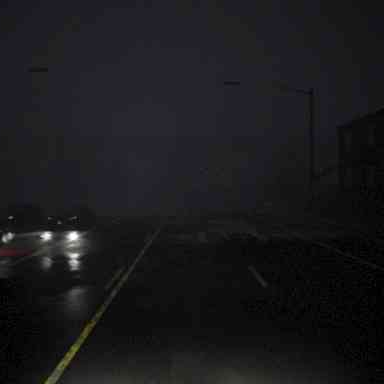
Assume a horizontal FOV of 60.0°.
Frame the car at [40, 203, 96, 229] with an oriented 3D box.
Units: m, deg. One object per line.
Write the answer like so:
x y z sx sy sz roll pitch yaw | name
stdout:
-7.317 1.404 20.636 1.812 1.442 4.674 -1 1 -1 | car

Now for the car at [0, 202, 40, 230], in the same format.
-10.818 1.405 20.591 2.128 1.511 4.902 -1 0 0 | car

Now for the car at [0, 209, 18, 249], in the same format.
-7.193 1.473 9.112 2.128 1.511 4.902 -1 1 -1 | car
